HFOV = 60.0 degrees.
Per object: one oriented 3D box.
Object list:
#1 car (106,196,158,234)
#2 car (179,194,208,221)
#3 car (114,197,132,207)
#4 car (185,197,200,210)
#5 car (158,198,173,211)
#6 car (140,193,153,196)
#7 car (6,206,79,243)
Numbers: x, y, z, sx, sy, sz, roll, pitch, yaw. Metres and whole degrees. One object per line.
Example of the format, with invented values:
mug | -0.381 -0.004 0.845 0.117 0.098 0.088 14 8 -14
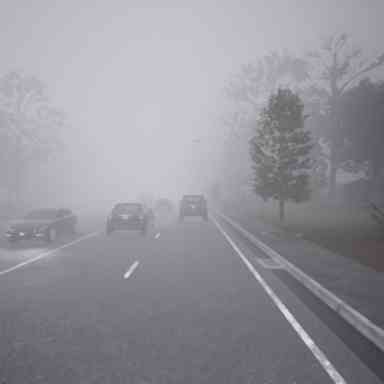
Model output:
car | -3.398 1.335 19.103 2.097 1.767 4.553 0 0 0
car | 0.103 1.199 26.714 2.150 2.045 5.566 0 0 0
car | -10.551 1.480 50.951 1.812 1.442 4.674 0 0 1
car | 0.105 1.437 43.652 1.882 1.535 5.008 0 0 0
car | -3.395 1.468 40.066 1.837 1.490 4.892 0 0 0
car | -7.051 1.174 51.090 2.150 2.045 5.566 0 0 1
car | -6.998 1.491 16.102 1.837 1.490 4.892 0 0 0
